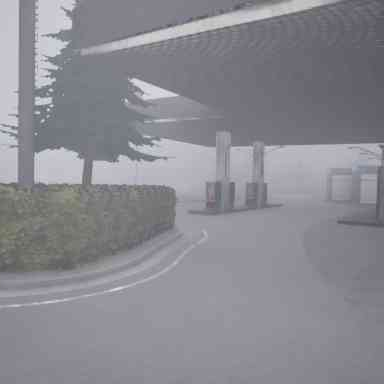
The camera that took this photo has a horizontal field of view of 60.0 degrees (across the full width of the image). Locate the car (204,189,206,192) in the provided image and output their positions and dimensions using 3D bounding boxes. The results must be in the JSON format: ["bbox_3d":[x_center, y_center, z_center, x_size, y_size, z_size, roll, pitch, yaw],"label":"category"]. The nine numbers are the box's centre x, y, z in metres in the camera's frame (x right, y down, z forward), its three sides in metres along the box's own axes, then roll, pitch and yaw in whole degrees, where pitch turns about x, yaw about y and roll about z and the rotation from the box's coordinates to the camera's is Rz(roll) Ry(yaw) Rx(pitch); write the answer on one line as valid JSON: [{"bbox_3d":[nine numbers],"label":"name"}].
[{"bbox_3d":[4.898,-0.326,65.594,5.027,1.636,2.152,2,2,35],"label":"car"}]

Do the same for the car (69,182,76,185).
[{"bbox_3d":[-25.428,-1.281,68.062,4.605,1.855,1.932,2,2,35],"label":"car"}]

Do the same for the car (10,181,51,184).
[{"bbox_3d":[-17.221,-0.176,35.204,3.866,1.878,1.905,2,2,35],"label":"car"}]

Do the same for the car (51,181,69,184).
[{"bbox_3d":[-26.765,-1.255,65.450,3.866,1.878,1.905,2,2,35],"label":"car"}]

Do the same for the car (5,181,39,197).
[{"bbox_3d":[-21.753,-0.461,42.421,4.605,1.855,1.932,2,2,35],"label":"car"}]
